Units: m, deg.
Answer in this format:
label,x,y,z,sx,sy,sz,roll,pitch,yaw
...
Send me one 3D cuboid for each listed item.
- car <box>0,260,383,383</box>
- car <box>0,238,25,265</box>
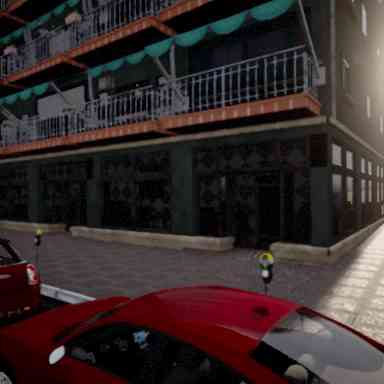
label,x,y,z,sx,sy,sz,roll,pitch,yaw
car,-0.086,1.555,2.937,4.507,1.381,1.887,0,0,35
car,-4.675,1.487,6.211,4.097,1.590,1.967,0,0,36
